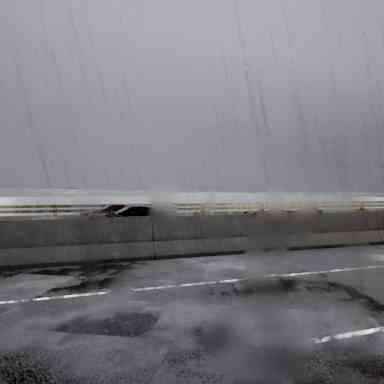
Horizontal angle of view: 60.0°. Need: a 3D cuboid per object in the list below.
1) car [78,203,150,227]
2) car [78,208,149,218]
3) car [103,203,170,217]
[{"bbox_3d":[-5.407,1.520,22.968,4.674,1.442,1.812,0,0,-19],"label":"car"},{"bbox_3d":[-4.669,1.596,15.814,4.718,1.301,1.895,0,0,-19],"label":"car"},{"bbox_3d":[-3.548,1.521,19.909,4.674,1.442,1.812,0,0,-19],"label":"car"}]
